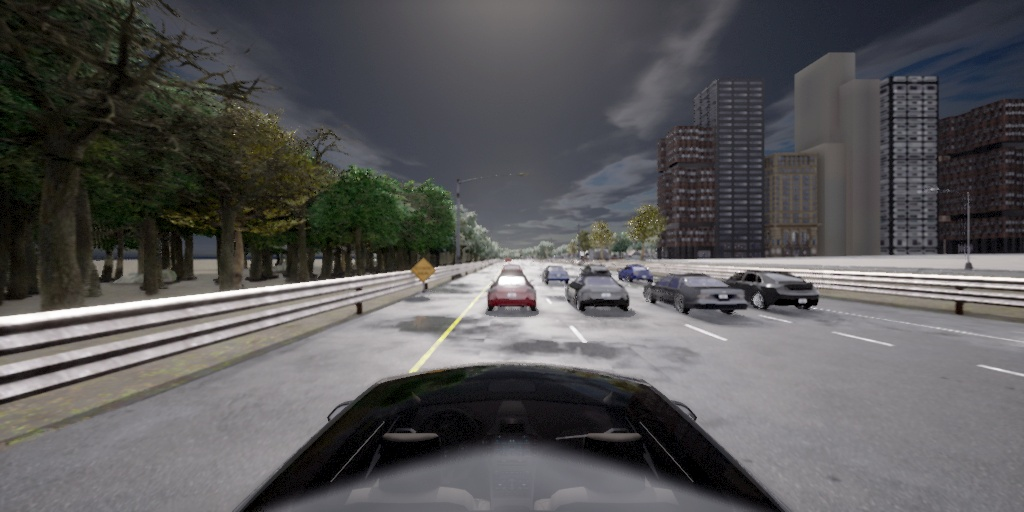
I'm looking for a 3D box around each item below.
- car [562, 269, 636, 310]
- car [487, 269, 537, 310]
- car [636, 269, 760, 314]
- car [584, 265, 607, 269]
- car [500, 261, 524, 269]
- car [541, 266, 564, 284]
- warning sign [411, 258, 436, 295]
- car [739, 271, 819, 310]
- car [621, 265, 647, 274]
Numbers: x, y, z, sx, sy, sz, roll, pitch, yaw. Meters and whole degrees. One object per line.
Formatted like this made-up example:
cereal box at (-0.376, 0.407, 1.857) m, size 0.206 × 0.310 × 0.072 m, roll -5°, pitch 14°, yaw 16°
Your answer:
car at (3.511, 1.436, 15.330) m, size 1.994 × 1.385 × 4.181 m, roll 0°, pitch 0°, yaw 0°
car at (0.009, 1.437, 15.388) m, size 1.994 × 1.385 × 4.181 m, roll 0°, pitch 0°, yaw 0°
car at (7.001, 1.412, 14.374) m, size 2.033 × 1.411 × 5.357 m, roll 0°, pitch 0°, yaw 0°
car at (7.003, 1.480, 30.338) m, size 1.837 × 1.490 × 4.892 m, roll 0°, pitch 0°, yaw 0°
car at (0.009, 1.454, 31.076) m, size 1.882 × 1.535 × 5.008 m, roll 0°, pitch 0°, yaw 0°
car at (3.496, 1.515, 29.370) m, size 2.033 × 1.411 × 5.357 m, roll 0°, pitch 0°, yaw 0°
warning sign at (-4.558, 1.011, 18.452) m, size 1.300 × 1.860 × 1.060 m, roll 0°, pitch 0°, yaw 0°
car at (10.509, 1.379, 15.363) m, size 1.837 × 1.490 × 4.892 m, roll 0°, pitch 0°, yaw 0°
car at (10.505, 1.501, 30.735) m, size 1.812 × 1.442 × 4.674 m, roll 0°, pitch 0°, yaw 0°
